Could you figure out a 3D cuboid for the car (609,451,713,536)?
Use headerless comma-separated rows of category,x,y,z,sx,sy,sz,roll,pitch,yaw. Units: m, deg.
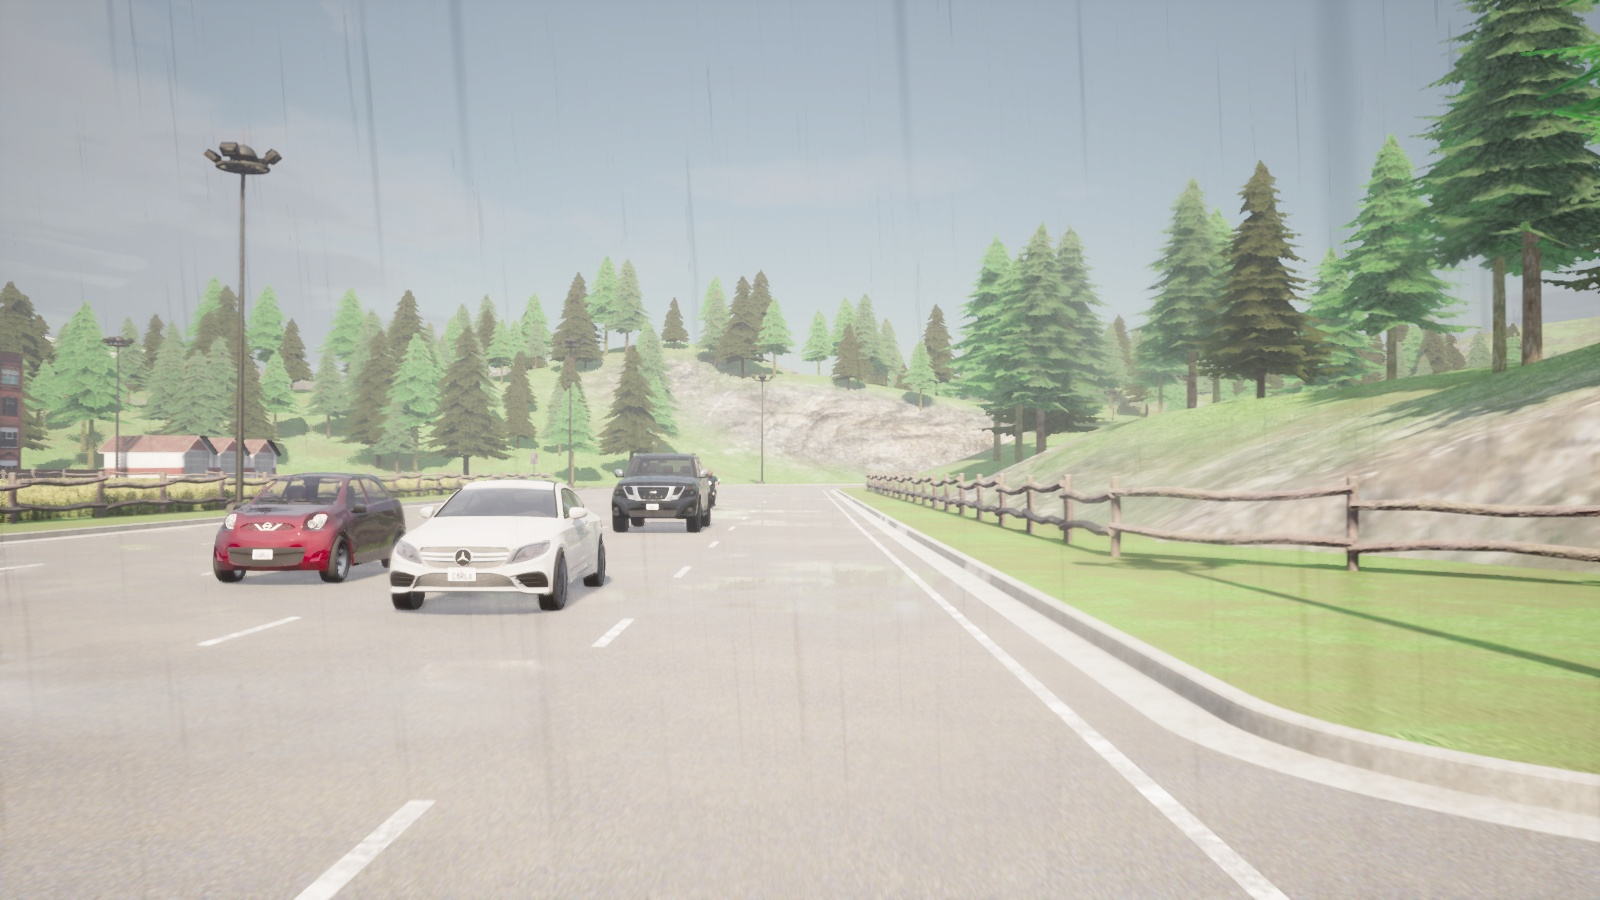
car,-3.577,1.105,33.307,2.150,2.045,5.566,0,-1,0

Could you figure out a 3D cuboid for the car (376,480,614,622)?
car,-3.537,1.114,15.481,1.812,1.442,4.674,0,-1,0

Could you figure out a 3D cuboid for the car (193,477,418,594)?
car,-7.044,1.163,18.295,1.845,1.501,3.633,0,-1,0
